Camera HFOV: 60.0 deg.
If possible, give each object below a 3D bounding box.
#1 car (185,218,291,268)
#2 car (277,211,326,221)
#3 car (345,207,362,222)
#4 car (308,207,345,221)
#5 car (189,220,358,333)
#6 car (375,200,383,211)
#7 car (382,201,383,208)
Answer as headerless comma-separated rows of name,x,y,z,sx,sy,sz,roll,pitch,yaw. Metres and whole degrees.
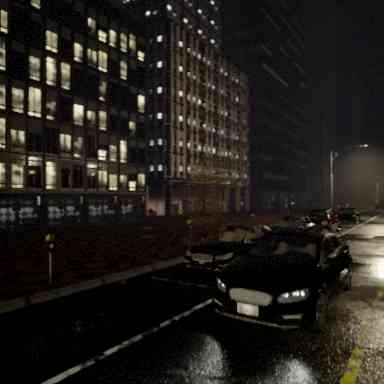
car,1.484,1.725,10.951,2.008,1.369,4.403,-1,-1,34
car,4.569,1.794,15.533,2.008,1.369,4.403,-1,-1,34
car,13.823,2.019,29.274,1.947,1.339,4.313,-1,-1,34
car,7.653,1.753,20.115,1.967,1.590,4.097,-1,-1,34
car,2.237,1.607,7.248,2.128,1.511,4.902,-1,-1,34
car,32.331,2.462,56.758,1.947,1.339,4.313,-1,-1,34
car,41.584,2.690,70.500,1.947,1.339,4.313,-1,-1,34
